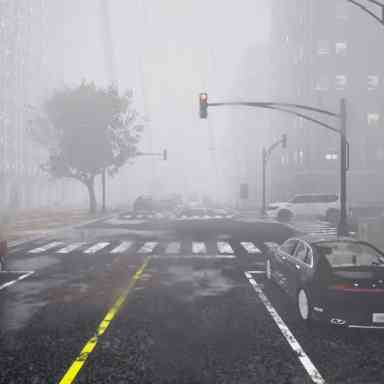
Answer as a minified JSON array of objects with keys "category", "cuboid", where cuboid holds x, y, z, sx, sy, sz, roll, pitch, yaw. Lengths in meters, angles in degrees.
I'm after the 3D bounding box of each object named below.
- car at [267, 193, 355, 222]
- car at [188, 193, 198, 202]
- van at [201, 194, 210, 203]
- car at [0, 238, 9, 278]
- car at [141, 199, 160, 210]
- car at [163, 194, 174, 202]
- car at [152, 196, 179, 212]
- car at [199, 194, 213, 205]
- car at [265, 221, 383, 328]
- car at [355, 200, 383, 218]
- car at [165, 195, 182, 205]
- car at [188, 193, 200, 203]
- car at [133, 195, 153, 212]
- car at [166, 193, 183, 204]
[{"category":"car","cuboid":[8.272,1.112,24.091,5.566,2.045,2.150,-1,0,5]},{"category":"car","cuboid":[0.218,1.298,78.855,2.150,2.045,5.566,0,0,0]},{"category":"van","cuboid":[2.889,1.402,72.430,1.690,1.788,3.998,0,0,0]},{"category":"car","cuboid":[-5.673,1.545,6.928,1.887,1.381,4.507,0,0,0]},{"category":"car","cuboid":[-5.568,1.592,44.839,1.947,1.339,4.313,0,0,0]},{"category":"car","cuboid":[-5.476,1.386,77.976,2.192,1.841,5.009,0,0,0]},{"category":"car","cuboid":[-2.995,1.568,38.600,2.033,1.411,5.357,0,0,0]},{"category":"car","cuboid":[2.859,1.611,61.384,1.947,1.339,4.313,0,0,0]},{"category":"car","cuboid":[2.707,1.551,6.904,2.008,1.369,4.403,0,0,0]},{"category":"car","cuboid":[13.497,1.350,26.280,4.403,1.369,2.008,-1,1,0]},{"category":"car","cuboid":[-2.965,1.578,49.053,2.033,1.411,5.357,0,0,0]},{"category":"car","cuboid":[0.292,1.407,68.699,2.097,1.767,4.553,0,0,0]},{"category":"car","cuboid":[-5.584,1.336,39.316,2.192,1.841,5.009,0,0,0]},{"category":"car","cuboid":[-2.887,1.264,59.696,2.150,2.045,5.566,0,0,3]}]
